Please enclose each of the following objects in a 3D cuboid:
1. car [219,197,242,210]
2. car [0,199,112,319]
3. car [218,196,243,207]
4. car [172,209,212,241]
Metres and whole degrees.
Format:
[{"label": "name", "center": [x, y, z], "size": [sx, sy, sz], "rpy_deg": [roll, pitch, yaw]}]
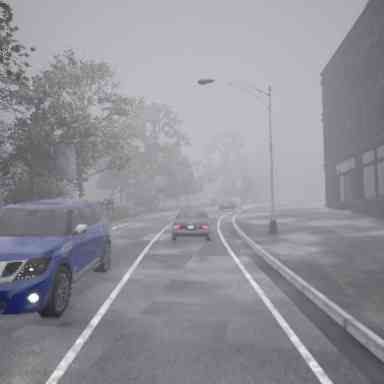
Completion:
[{"label": "car", "center": [4.733, 1.419, 40.308], "size": [1.994, 1.385, 4.181], "rpy_deg": [-2, 0, 22]}, {"label": "car", "center": [-3.418, 1.231, 7.747], "size": [2.150, 2.045, 5.566], "rpy_deg": [0, 0, 0]}, {"label": "car", "center": [5.881, 1.453, 50.384], "size": [1.812, 1.442, 4.674], "rpy_deg": [-3, -2, 31]}, {"label": "car", "center": [0.035, 1.541, 16.744], "size": [2.033, 1.411, 5.357], "rpy_deg": [0, 0, 2]}]
